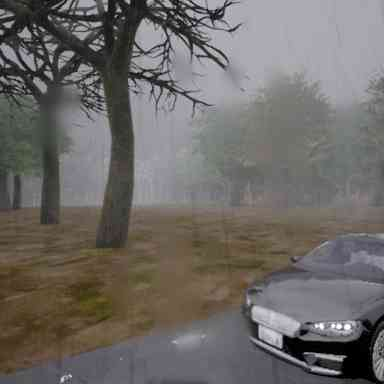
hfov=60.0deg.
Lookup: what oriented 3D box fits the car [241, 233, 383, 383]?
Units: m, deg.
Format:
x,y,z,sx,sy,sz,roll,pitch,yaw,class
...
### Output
x,y,z,sx,sy,sz,roll,pitch,yaw,class
2.943,1.490,5.471,4.902,1.511,2.128,0,0,-36,car
